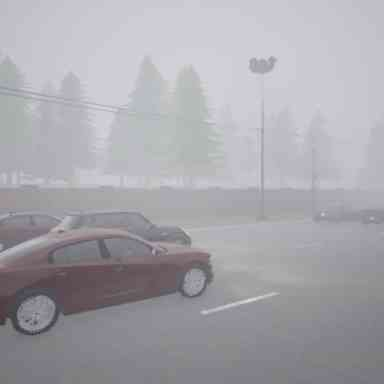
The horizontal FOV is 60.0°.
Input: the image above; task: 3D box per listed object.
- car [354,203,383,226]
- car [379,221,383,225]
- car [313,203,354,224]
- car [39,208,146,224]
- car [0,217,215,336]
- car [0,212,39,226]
[{"bbox_3d":[12.931,1.437,21.619,5.008,1.535,1.882,0,0,-36],"label":"car"},{"bbox_3d":[7.093,1.505,8.826,4.674,1.442,1.812,0,0,-36],"label":"car"},{"bbox_3d":[10.764,1.527,24.369,4.181,1.385,1.994,0,0,-36],"label":"car"},{"bbox_3d":[-2.202,1.352,10.780,4.553,1.767,2.097,0,0,-36],"label":"car"},{"bbox_3d":[-1.795,1.479,6.766,5.008,1.535,1.882,0,0,-36],"label":"car"},{"bbox_3d":[-5.832,1.486,12.488,5.008,1.535,1.882,0,0,-36],"label":"car"}]
